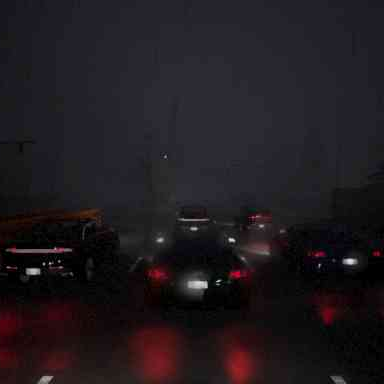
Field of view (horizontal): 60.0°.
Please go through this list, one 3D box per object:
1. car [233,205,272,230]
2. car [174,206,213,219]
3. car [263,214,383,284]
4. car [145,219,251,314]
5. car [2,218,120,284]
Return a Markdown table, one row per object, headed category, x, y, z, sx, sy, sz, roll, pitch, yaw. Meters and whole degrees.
| category | x | y | z | sx | sy | sz | roll | pitch | yaw |
| --- | --- | --- | --- | --- | --- | --- | --- | --- | --- |
| car | 3.591 | 1.505 | 19.561 | 1.837 | 1.490 | 4.892 | 0 | 0 | 0 |
| car | 0.093 | 1.492 | 17.672 | 2.128 | 1.511 | 4.902 | 0 | 0 | 0 |
| car | 3.600 | 1.564 | 9.605 | 1.994 | 1.385 | 4.181 | 0 | 0 | 0 |
| car | 0.097 | 1.564 | 7.723 | 1.994 | 1.385 | 4.181 | 0 | 0 | 0 |
| car | -3.404 | 1.492 | 9.560 | 2.128 | 1.511 | 4.902 | 0 | 0 | 0 |
